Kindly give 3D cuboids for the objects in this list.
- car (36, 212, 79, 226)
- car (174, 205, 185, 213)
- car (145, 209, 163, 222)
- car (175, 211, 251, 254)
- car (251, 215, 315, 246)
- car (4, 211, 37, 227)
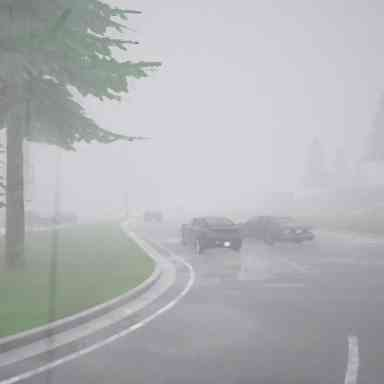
[{"bbox_3d":[-13.092,2.632,33.083,1.895,1.301,4.718,-1,-1,4],"label":"car"},{"bbox_3d":[-2.281,3.043,59.585,1.895,1.301,4.718,-1,-1,-3],"label":"car"},{"bbox_3d":[-4.131,2.531,36.074,1.895,1.301,4.718,-1,-1,-7],"label":"car"},{"bbox_3d":[0.744,1.861,15.434,1.837,1.490,4.892,0,-2,-15],"label":"car"},{"bbox_3d":[4.011,1.883,17.234,2.033,1.411,5.357,-1,-1,-18],"label":"car"},{"bbox_3d":[-16.613,2.624,33.075,1.812,1.442,4.674,-1,-1,4],"label":"car"}]
